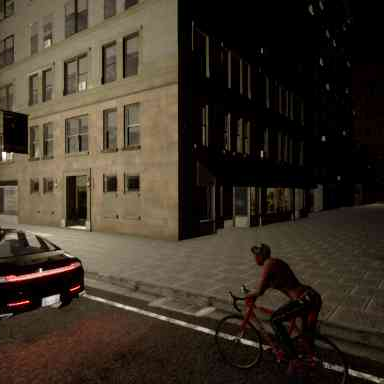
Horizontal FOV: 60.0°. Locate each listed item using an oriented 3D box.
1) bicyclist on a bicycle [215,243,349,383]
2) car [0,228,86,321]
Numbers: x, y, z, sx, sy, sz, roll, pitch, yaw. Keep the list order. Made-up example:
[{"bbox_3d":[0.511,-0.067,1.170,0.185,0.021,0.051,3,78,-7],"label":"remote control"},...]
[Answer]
[{"bbox_3d":[0.975,1.453,3.968,1.656,1.620,0.582,0,0,36],"label":"bicyclist on a bicycle"},{"bbox_3d":[-4.184,1.492,6.666,4.902,1.511,2.128,0,0,36],"label":"car"}]
